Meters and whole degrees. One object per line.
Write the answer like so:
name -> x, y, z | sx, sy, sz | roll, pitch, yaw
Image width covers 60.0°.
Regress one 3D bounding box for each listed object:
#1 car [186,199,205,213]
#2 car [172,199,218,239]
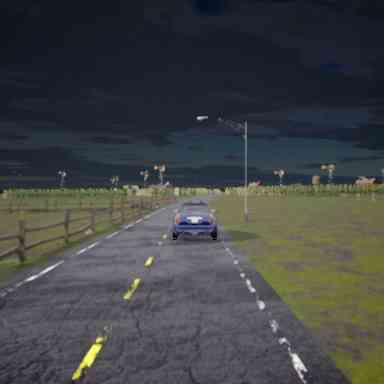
car -> 0.451, 1.483, 36.906 | 1.994, 1.385, 4.181 | 0, 0, 1
car -> 0.139, 1.313, 17.100 | 2.097, 1.767, 4.553 | 0, 0, 0
